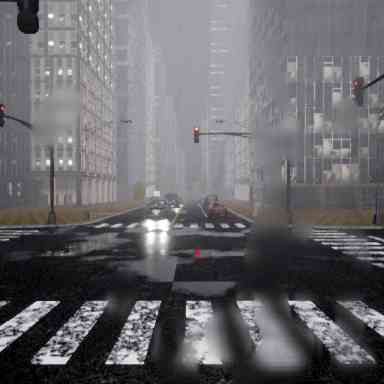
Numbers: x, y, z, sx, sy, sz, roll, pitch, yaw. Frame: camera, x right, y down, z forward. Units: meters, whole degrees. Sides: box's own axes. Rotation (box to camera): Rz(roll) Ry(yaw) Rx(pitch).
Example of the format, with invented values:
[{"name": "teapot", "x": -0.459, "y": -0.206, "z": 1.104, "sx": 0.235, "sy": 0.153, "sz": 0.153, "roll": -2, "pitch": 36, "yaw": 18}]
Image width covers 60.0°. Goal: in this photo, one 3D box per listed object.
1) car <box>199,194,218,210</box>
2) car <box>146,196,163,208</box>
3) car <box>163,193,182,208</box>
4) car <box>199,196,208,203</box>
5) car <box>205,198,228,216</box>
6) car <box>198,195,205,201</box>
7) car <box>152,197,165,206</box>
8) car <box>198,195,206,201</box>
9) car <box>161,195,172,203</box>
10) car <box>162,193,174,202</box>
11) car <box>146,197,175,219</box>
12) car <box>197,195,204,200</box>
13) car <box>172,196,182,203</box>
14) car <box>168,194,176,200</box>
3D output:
[{"name": "car", "x": 2.458, "y": 1.297, "z": 43.212, "sx": 2.192, "sy": 1.841, "sz": 5.009, "roll": -1, "pitch": 0, "yaw": 0}, {"name": "car", "x": -5.419, "y": 1.419, "z": 48.697, "sx": 1.967, "sy": 1.590, "sz": 4.097, "roll": -1, "pitch": 0, "yaw": 0}, {"name": "car", "x": -2.937, "y": 1.202, "z": 47.949, "sx": 2.150, "sy": 2.045, "sz": 5.566, "roll": 0, "pitch": 0, "yaw": 0}, {"name": "car", "x": 2.421, "y": 1.508, "z": 70.834, "sx": 1.887, "sy": 1.381, "sz": 4.507, "roll": -1, "pitch": 0, "yaw": 0}, {"name": "car", "x": 2.461, "y": 1.569, "z": 32.163, "sx": 1.802, "sy": 1.307, "sz": 4.206, "roll": -1, "pitch": 0, "yaw": 0}, {"name": "car", "x": 2.389, "y": 1.474, "z": 87.578, "sx": 1.752, "sy": 1.417, "sz": 4.829, "roll": -1, "pitch": 0, "yaw": 0}, {"name": "car", "x": -5.427, "y": 1.557, "z": 54.221, "sx": 1.802, "sy": 1.307, "sz": 4.206, "roll": -1, "pitch": 0, "yaw": 0}, {"name": "car", "x": 2.401, "y": 1.536, "z": 81.884, "sx": 1.802, "sy": 1.307, "sz": 4.206, "roll": -1, "pitch": 0, "yaw": 0}, {"name": "car", "x": -5.460, "y": 1.403, "z": 70.795, "sx": 1.967, "sy": 1.590, "sz": 4.097, "roll": -1, "pitch": 0, "yaw": 0}, {"name": "car", "x": -5.473, "y": 1.274, "z": 76.319, "sx": 2.192, "sy": 1.841, "sz": 5.009, "roll": -1, "pitch": 0, "yaw": 0}, {"name": "car", "x": -2.909, "y": 1.479, "z": 29.425, "sx": 2.128, "sy": 1.511, "sz": 4.902, "roll": 0, "pitch": 0, "yaw": 0}, {"name": "car", "x": 2.380, "y": 1.489, "z": 92.933, "sx": 1.887, "sy": 1.381, "sz": 4.507, "roll": -1, "pitch": 0, "yaw": 0}, {"name": "car", "x": -2.871, "y": 1.369, "z": 64.356, "sx": 1.895, "sy": 1.301, "sz": 4.718, "roll": 0, "pitch": 0, "yaw": 0}, {"name": "car", "x": -5.502, "y": 1.384, "z": 92.893, "sx": 1.967, "sy": 1.590, "sz": 4.097, "roll": -1, "pitch": 0, "yaw": 0}]
